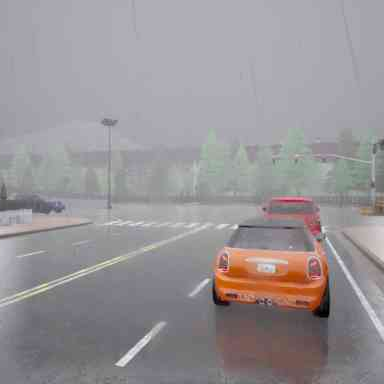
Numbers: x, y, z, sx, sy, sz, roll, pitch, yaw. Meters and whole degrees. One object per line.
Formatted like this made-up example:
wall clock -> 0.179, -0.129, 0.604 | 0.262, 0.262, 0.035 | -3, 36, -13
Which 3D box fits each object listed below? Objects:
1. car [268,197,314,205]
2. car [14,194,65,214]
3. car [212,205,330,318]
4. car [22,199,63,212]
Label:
car -> 4.167, 1.221, 14.098 | 2.150, 2.045, 5.566 | 0, 0, 16
car -> -16.272, 1.217, 35.262 | 5.566, 2.045, 2.150 | 0, 0, 16
car -> 1.994, 1.352, 7.823 | 2.097, 1.767, 4.553 | 0, 0, 19
car -> -17.649, 1.555, 39.297 | 4.181, 1.385, 1.994 | 0, 0, 16
